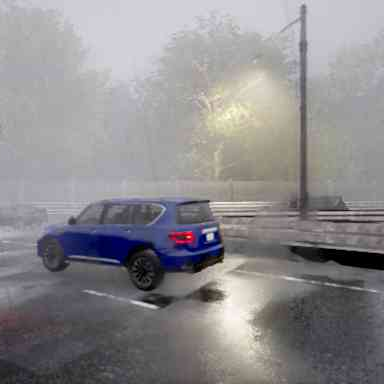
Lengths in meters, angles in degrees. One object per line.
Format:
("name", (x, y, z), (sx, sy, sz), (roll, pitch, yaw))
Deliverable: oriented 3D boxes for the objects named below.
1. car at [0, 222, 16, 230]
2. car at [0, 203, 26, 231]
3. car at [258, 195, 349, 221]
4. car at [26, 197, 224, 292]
("car", (-6.504, 1.485, 7.786), (4.892, 1.490, 1.837), (0, 0, 31))
("car", (-11.080, 1.438, 19.640), (4.902, 1.511, 2.128), (0, 0, 3))
("car", (6.546, 1.239, 20.079), (5.566, 2.045, 2.150), (-2, 0, -5))
("car", (-1.845, 1.182, 9.127), (5.566, 2.045, 2.150), (-1, 0, 32))
